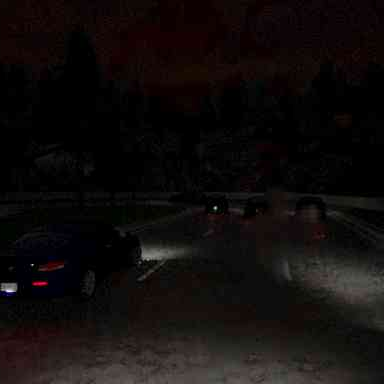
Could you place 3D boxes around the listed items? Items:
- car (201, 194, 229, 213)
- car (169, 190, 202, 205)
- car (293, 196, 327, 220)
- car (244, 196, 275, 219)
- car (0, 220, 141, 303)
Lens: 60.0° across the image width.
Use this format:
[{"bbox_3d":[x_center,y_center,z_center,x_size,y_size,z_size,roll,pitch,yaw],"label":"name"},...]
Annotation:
[{"bbox_3d":[2.153,0.987,28.967,1.837,1.490,4.892,1,1,7],"label":"car"},{"bbox_3d":[-0.624,0.624,40.729,4.553,1.767,2.097,1,1,35],"label":"car"},{"bbox_3d":[8.370,1.083,23.610,1.837,1.490,4.892,0,1,15],"label":"car"},{"bbox_3d":[4.887,1.047,24.063,1.882,1.535,5.008,0,1,14],"label":"car"},{"bbox_3d":[-2.681,1.384,7.822,1.812,1.442,4.674,0,1,9],"label":"car"}]
